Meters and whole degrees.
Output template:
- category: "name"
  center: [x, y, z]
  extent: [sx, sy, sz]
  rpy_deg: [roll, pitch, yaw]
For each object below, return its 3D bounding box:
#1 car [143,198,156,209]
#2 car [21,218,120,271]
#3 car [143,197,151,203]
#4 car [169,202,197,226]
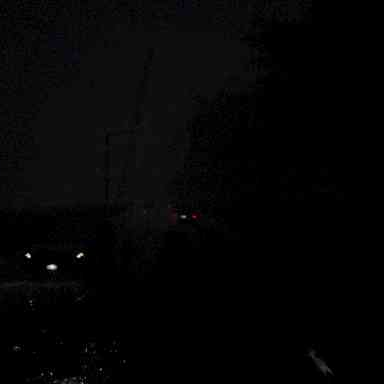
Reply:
- category: "car"
  center: [-6.538, 1.820, 51.452]
  extent: [1.837, 1.490, 4.892]
  rpy_deg: [0, -1, -6]
- category: "car"
  center: [-3.799, 1.632, 11.517]
  extent: [2.033, 1.411, 5.357]
  rpy_deg: [0, 0, -2]
- category: "car"
  center: [-12.176, 2.131, 89.419]
  extent: [1.895, 1.301, 4.718]
  rpy_deg: [0, 0, -10]
- category: "car"
  center: [-0.643, 1.716, 24.675]
  extent: [2.033, 1.411, 5.357]
  rpy_deg: [0, 0, -3]
